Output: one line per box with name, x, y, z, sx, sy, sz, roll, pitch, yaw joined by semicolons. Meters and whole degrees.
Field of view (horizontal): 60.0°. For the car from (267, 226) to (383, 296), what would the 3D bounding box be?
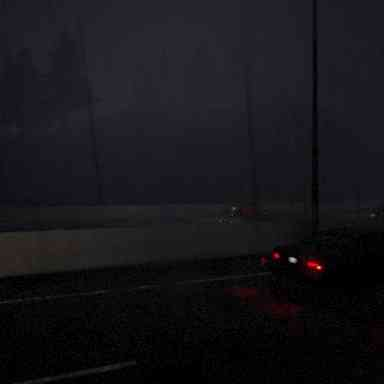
car;4.580;1.628;8.717;5.357;1.411;2.033;0;-1;-25
